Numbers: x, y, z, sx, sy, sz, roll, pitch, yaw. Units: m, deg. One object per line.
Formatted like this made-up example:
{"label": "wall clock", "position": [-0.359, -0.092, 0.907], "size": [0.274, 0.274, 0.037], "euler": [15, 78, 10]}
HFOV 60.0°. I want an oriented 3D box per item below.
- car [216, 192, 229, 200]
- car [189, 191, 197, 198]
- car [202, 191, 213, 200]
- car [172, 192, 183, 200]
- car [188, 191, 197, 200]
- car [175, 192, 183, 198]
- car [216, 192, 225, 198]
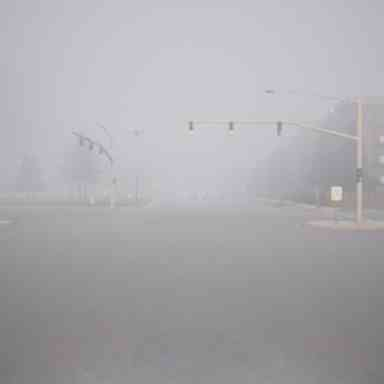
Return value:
{"label": "car", "position": [7.179, 1.023, 74.625], "size": [1.895, 1.301, 4.718], "euler": [0, 0, 0]}
{"label": "car", "position": [0.202, 0.627, 84.579], "size": [2.097, 1.767, 4.553], "euler": [0, 0, 0]}
{"label": "car", "position": [3.679, 0.980, 74.603], "size": [1.994, 1.385, 4.181], "euler": [0, 0, 0]}
{"label": "car", "position": [-3.321, 0.781, 74.587], "size": [2.097, 1.767, 4.553], "euler": [0, 0, 0]}
{"label": "car", "position": [0.179, 0.979, 74.577], "size": [1.994, 1.385, 4.181], "euler": [0, 0, 0]}
{"label": "car", "position": [-3.298, 0.795, 84.618], "size": [1.812, 1.442, 4.674], "euler": [0, 0, 0]}
{"label": "car", "position": [7.202, 0.813, 84.595], "size": [2.033, 1.411, 5.357], "euler": [0, 0, 0]}
